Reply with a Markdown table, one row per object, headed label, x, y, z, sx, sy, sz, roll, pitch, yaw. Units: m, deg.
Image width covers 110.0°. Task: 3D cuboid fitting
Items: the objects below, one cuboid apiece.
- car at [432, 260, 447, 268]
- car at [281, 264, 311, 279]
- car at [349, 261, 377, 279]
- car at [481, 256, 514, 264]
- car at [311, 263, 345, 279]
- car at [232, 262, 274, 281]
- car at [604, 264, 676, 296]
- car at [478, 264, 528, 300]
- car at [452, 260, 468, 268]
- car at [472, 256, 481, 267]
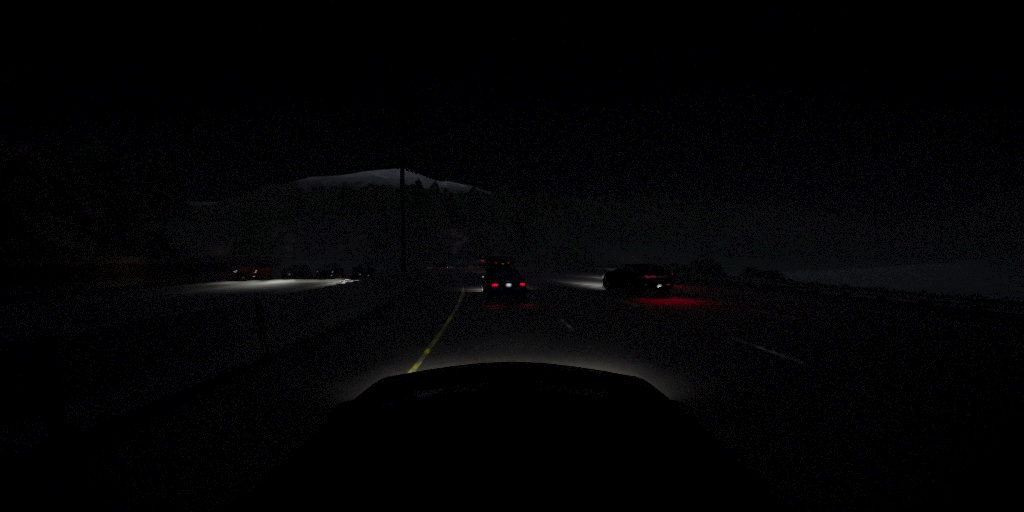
| label | x | y | z | sx | sy | sz | roll | pitch | yaw |
| --- | --- | --- | --- | --- | --- | --- | --- | --- | --- |
| car | -13.055 | 1.448 | 64.129 | 1.812 | 1.442 | 4.674 | 0 | 0 | -24 |
| car | -22.225 | 1.540 | 37.179 | 2.128 | 1.511 | 4.902 | -1 | 0 | -15 |
| car | -14.502 | 1.509 | 35.150 | 1.994 | 1.385 | 4.181 | -1 | 0 | -13 |
| car | -1.814 | 0.992 | 43.283 | 2.150 | 2.045 | 5.566 | 0 | 0 | -16 |
| car | -18.410 | 1.475 | 36.420 | 1.882 | 1.535 | 5.008 | -1 | 0 | -14 |
| car | -25.331 | 1.444 | 35.205 | 2.097 | 1.767 | 4.553 | -1 | 0 | -14 |
| car | 6.330 | 1.153 | 18.544 | 2.128 | 1.511 | 4.902 | -1 | 0 | -7 |
| car | -0.463 | 1.302 | 17.912 | 2.033 | 1.411 | 5.357 | -1 | 0 | -7 |
| car | -9.416 | 1.399 | 64.520 | 1.812 | 1.442 | 4.674 | 0 | 0 | -24 |
| car | -5.500 | 1.039 | 65.081 | 2.150 | 2.045 | 5.566 | 0 | -1 | -25 |
